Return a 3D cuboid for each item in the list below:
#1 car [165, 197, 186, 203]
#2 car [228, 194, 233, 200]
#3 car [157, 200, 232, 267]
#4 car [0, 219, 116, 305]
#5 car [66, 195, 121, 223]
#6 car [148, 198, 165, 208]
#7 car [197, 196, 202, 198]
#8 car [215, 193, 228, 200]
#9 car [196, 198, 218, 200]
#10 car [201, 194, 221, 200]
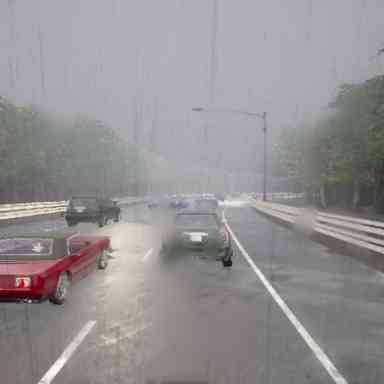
[{"bbox_3d":[-1.538,1.325,40.216,2.097,1.767,4.553,0,0,6],"label":"car"},{"bbox_3d":[9.105,1.492,88.634,1.895,1.301,4.718,0,0,12],"label":"car"},{"bbox_3d":[0.183,1.346,11.627,2.097,1.767,4.553,0,0,2],"label":"car"},{"bbox_3d":[-3.435,1.590,8.009,1.895,1.301,4.718,0,0,1],"label":"car"},{"bbox_3d":[-6.402,1.197,22.175,2.150,2.045,5.566,0,0,3],"label":"car"},{"bbox_3d":[-4.644,1.508,45.992,2.033,1.411,5.357,0,0,7],"label":"car"},{"bbox_3d":[1.952,1.519,68.249,1.994,1.385,4.181,0,0,9],"label":"car"},{"bbox_3d":[5.893,1.159,71.291,2.150,2.045,5.566,0,0,10],"label":"car"},{"bbox_3d":[1.255,1.547,32.376,1.994,1.385,4.181,0,0,4],"label":"car"},{"bbox_3d":[2.917,1.453,49.876,1.882,1.535,5.008,0,0,7],"label":"car"}]
